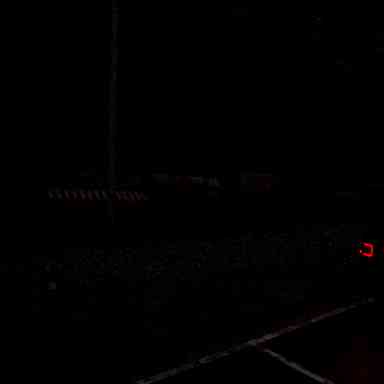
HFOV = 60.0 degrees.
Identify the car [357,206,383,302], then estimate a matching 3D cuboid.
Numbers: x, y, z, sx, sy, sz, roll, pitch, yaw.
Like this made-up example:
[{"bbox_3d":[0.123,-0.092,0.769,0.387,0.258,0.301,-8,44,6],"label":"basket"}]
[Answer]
[{"bbox_3d":[5.725,1.230,6.981,5.566,2.045,2.150,0,0,-35],"label":"car"}]
